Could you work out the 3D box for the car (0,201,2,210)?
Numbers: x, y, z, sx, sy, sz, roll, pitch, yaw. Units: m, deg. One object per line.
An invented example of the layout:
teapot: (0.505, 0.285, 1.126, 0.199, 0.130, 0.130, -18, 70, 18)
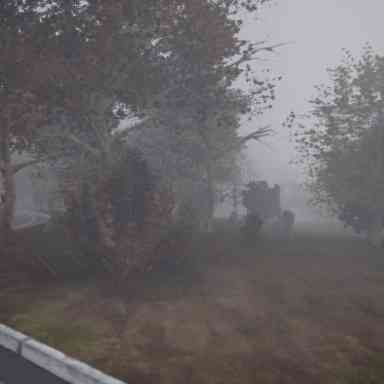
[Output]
car: (-16.361, 1.470, 28.017, 1.994, 1.385, 4.181, 0, 0, -32)
